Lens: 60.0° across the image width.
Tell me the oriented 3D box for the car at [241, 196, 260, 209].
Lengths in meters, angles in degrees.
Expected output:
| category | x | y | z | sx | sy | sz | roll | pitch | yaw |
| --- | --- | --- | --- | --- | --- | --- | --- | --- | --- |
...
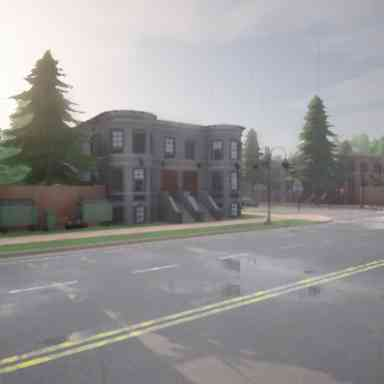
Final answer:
| category | x | y | z | sx | sy | sz | roll | pitch | yaw |
| --- | --- | --- | --- | --- | --- | --- | --- | --- | --- |
| car | 6.219 | 1.223 | 41.150 | 1.837 | 1.490 | 4.892 | -1 | 0 | -33 |
